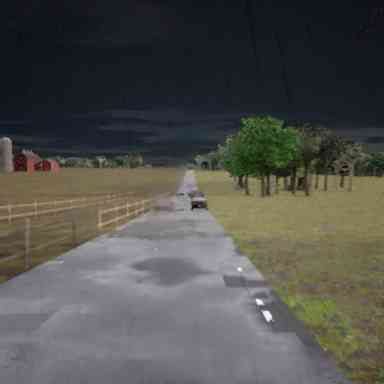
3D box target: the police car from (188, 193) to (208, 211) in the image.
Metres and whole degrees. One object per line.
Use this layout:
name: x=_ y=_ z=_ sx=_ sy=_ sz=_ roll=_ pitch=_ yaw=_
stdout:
police car: x=0.832 y=1.255 z=38.443 sx=1.930 sy=1.638 sz=5.238 roll=0 pitch=1 yaw=0

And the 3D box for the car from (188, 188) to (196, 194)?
car: x=0.016 y=-0.246 z=88.930 sx=1.895 sy=1.301 sz=4.718 roll=0 pitch=3 yaw=0

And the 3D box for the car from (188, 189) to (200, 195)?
car: x=0.835 y=0.748 z=54.350 sx=2.150 sy=2.045 sz=5.566 roll=0 pitch=1 yaw=0

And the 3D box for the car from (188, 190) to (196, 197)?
car: x=0.013 y=0.365 z=73.668 sx=1.895 sy=1.301 sz=4.718 roll=0 pitch=2 yaw=0

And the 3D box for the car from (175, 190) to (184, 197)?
car: x=-2.736 y=0.298 z=75.267 sx=1.882 sy=1.535 sz=5.008 roll=0 pitch=2 yaw=0

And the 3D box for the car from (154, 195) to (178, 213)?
car: x=-2.838 y=1.350 z=34.691 sx=1.882 sy=1.535 sz=5.008 roll=0 pitch=1 yaw=0

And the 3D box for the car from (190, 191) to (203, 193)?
car: x=0.833 y=1.115 z=48.519 sx=1.801 sy=1.575 sz=5.366 roll=0 pitch=1 yaw=0
